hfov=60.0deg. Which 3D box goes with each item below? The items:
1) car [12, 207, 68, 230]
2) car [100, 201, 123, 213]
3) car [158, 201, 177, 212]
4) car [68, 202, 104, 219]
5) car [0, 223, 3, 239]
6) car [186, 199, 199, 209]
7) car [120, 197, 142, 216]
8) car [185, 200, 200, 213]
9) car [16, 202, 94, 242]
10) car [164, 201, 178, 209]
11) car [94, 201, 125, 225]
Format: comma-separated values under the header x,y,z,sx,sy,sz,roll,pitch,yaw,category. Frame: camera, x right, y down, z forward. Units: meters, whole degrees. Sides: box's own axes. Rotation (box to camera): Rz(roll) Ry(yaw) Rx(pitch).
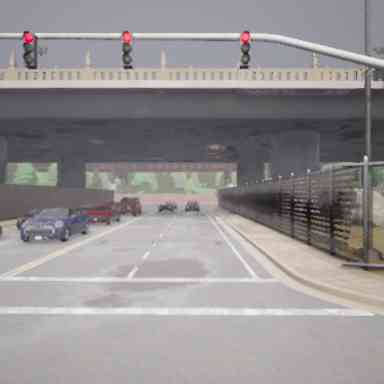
x,y,z,sx,sy,sz,roll,pitch,yaw,category
-10.560,1.801,23.495,1.994,1.385,4.181,0,-1,0,car
-10.498,1.920,43.592,1.837,1.490,4.892,0,0,1,car
-3.441,2.034,44.889,1.895,1.301,4.718,0,-1,0,car
-10.545,1.818,33.508,2.128,1.511,4.902,0,-1,0,car
-10.564,1.726,15.113,1.994,1.385,4.181,0,-1,1,car
0.072,2.016,54.848,2.128,1.511,4.902,0,-1,0,car
-7.026,1.585,37.428,2.150,2.045,5.566,0,-1,0,car
0.059,2.033,44.521,1.895,1.301,4.718,0,-1,0,car
-7.065,1.538,17.553,2.097,1.767,4.553,0,-1,0,car
-3.428,2.123,54.881,1.895,1.301,4.718,0,-1,0,car
-7.050,1.746,26.779,1.882,1.535,5.008,0,-1,0,car
